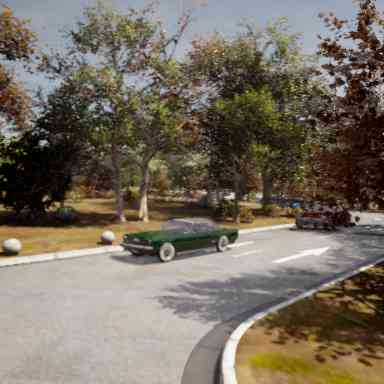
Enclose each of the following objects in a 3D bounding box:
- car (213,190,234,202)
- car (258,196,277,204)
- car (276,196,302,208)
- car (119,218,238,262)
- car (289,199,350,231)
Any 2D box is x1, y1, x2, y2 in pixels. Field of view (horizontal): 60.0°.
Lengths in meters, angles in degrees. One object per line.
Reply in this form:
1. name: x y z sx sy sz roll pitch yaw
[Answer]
1. car: 4.572 0.485 53.274 2.150 2.045 5.566 2 1 -44
2. car: 11.355 1.221 46.237 1.994 1.385 4.181 2 1 -43
3. car: 12.708 1.371 39.836 1.994 1.385 4.181 2 1 -37
4. car: -0.354 1.707 12.721 4.718 1.301 1.895 1 -1 -45
5. car: 8.594 1.505 21.781 2.097 1.767 4.553 -1 -1 44
